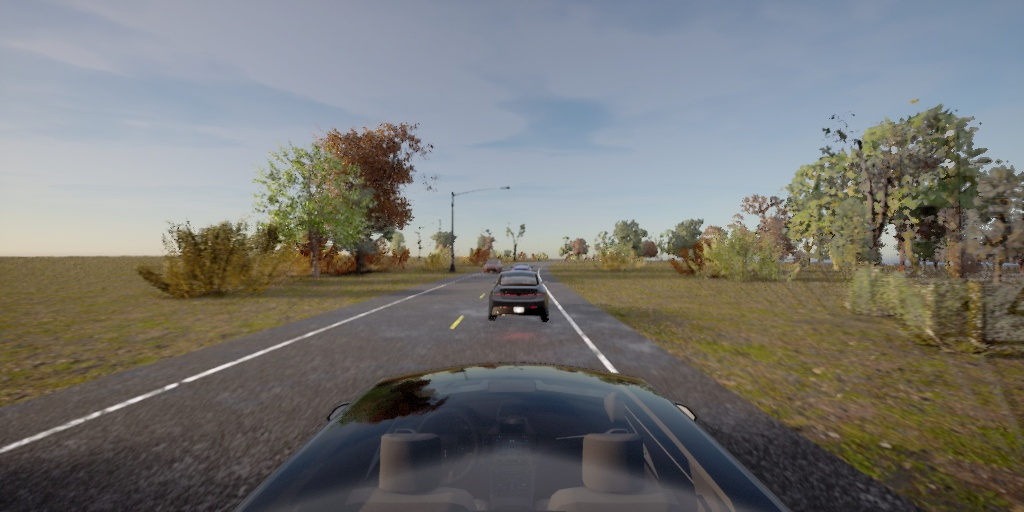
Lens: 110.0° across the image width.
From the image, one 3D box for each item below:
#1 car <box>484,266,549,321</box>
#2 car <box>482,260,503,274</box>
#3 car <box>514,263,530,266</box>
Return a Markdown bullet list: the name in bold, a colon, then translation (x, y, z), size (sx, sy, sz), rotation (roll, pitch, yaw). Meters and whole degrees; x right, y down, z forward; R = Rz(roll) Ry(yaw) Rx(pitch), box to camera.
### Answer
- **car**: translation (0.233, 1.285, 12.641), size (1.837, 1.490, 4.892), rotation (0, 0, 1)
- **car**: translation (-2.181, 1.205, 42.282), size (2.097, 1.767, 4.553), rotation (0, 0, 4)
- **car**: translation (0.849, 1.351, 30.955), size (1.812, 1.442, 4.674), rotation (0, 0, 3)
